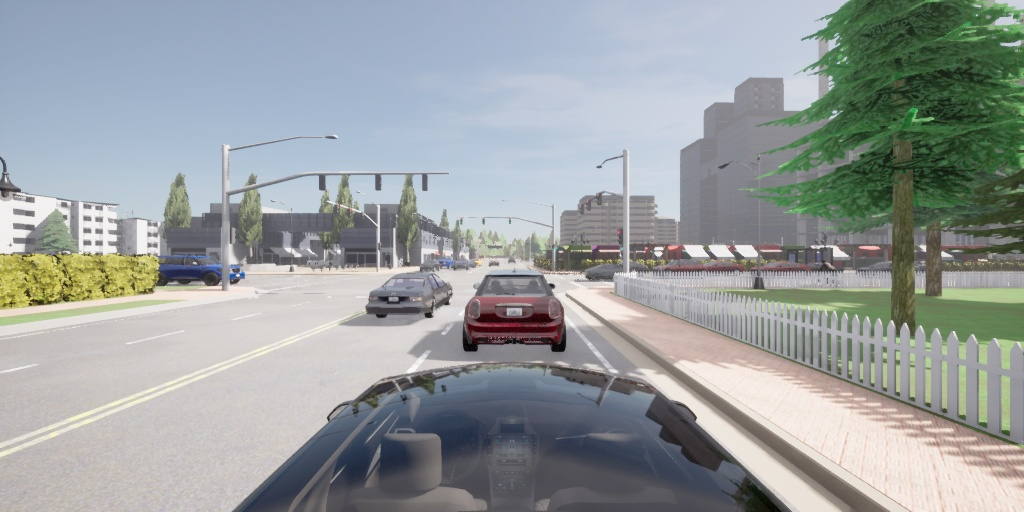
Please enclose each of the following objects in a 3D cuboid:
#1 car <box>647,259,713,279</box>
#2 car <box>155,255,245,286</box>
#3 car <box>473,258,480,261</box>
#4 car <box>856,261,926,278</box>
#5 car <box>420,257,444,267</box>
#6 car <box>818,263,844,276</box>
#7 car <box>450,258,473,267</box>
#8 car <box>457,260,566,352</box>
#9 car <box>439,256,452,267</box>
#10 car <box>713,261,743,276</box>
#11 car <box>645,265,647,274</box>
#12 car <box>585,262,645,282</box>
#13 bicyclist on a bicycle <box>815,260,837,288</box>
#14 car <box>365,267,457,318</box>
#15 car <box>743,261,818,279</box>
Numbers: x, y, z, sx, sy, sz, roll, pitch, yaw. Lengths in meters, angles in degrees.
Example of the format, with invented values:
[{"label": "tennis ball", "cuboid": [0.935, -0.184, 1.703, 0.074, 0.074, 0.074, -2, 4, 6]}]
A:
[{"label": "car", "cuboid": [15.074, 1.102, 32.329, 4.553, 1.767, 2.097, 0, 0, -1]}, {"label": "car", "cuboid": [-21.462, 0.971, 24.363, 5.566, 2.045, 2.150, 0, 0, -2]}, {"label": "car", "cuboid": [-7.093, 1.297, 60.328, 2.033, 1.411, 5.357, 0, 0, 0]}, {"label": "car", "cuboid": [34.349, 1.255, 32.806, 4.892, 1.490, 1.837, 0, 0, -1]}, {"label": "car", "cuboid": [-10.609, 1.255, 46.508, 1.837, 1.490, 4.892, 0, 0, 0]}, {"label": "car", "cuboid": [30.449, 1.351, 36.217, 4.718, 1.301, 1.895, 0, 0, -1]}, {"label": "car", "cuboid": [-7.108, 1.314, 51.085, 1.994, 1.385, 4.181, 0, 0, 0]}, {"label": "car", "cuboid": [0.063, 1.102, 9.079, 2.097, 1.767, 4.553, 0, 0, 0]}, {"label": "car", "cuboid": [-10.602, 0.972, 56.369, 2.150, 2.045, 5.566, 0, 0, 0]}, {"label": "car", "cuboid": [20.550, 1.228, 35.971, 5.008, 1.535, 1.882, 0, 0, -1]}, {"label": "car", "cuboid": [11.225, 1.276, 35.716, 4.674, 1.442, 1.812, 0, 0, -1]}, {"label": "car", "cuboid": [7.899, 1.314, 28.467, 4.181, 1.385, 1.994, 0, 0, -1]}, {"label": "bicyclist on a bicycle", "cuboid": [18.788, 1.052, 21.438, 0.582, 1.620, 1.656, 0, 0, -1]}, {"label": "car", "cuboid": [-3.420, 1.297, 12.913, 2.033, 1.411, 5.357, 0, 0, 0]}, {"label": "car", "cuboid": [24.287, 1.228, 32.561, 5.008, 1.535, 1.882, 0, 0, -1]}]
